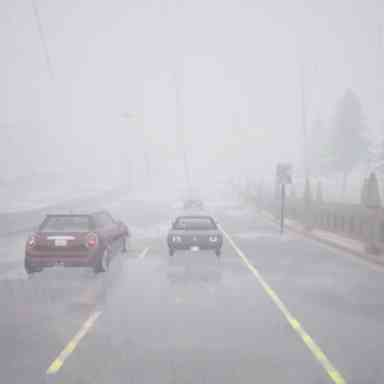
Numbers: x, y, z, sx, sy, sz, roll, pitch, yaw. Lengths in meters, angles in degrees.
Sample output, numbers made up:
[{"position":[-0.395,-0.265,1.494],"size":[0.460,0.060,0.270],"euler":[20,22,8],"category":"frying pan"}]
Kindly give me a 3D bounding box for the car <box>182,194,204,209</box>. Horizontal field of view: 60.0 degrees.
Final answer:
[{"position":[0.085,0.910,33.197],"size":[1.812,1.442,4.674],"euler":[0,4,0],"category":"car"}]

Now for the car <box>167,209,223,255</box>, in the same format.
[{"position":[0.097,1.573,13.160],"size":[1.895,1.301,4.718],"euler":[0,0,0],"category":"car"}]

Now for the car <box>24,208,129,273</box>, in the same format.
[{"position":[-3.404,1.329,10.746],"size":[2.097,1.767,4.553],"euler":[0,0,0],"category":"car"}]
